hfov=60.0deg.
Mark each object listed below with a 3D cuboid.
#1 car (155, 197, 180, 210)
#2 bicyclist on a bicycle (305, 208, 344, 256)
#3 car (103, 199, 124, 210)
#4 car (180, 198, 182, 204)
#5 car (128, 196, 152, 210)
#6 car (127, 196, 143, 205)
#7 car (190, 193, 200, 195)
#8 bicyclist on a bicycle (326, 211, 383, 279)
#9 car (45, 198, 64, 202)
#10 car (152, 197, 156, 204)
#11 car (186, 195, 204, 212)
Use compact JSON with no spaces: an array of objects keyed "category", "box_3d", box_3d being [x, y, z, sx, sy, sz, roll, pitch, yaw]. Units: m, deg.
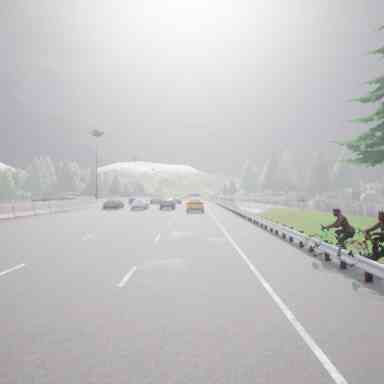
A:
[{"category":"car","box_3d":[-3.104,1.481,43.138,2.128,1.511,4.902,0,0,0]},{"category":"bicyclist on a bicycle","box_3d":[4.456,1.339,10.266,1.656,1.620,0.582,14,3,15]},{"category":"car","box_3d":[-10.107,1.553,43.059,1.994,1.385,4.181,0,0,0]},{"category":"car","box_3d":[-2.960,1.583,61.786,1.994,1.385,4.181,0,0,1]},{"category":"car","box_3d":[-6.609,1.513,42.701,1.812,1.442,4.674,0,0,-2]},{"category":"car","box_3d":[-9.984,1.481,58.665,1.882,1.535,5.008,0,0,0]},{"category":"car","box_3d":[0.510,1.212,58.089,2.150,2.045,5.566,0,-1,0]},{"category":"bicyclist on a bicycle","box_3d":[4.619,1.293,8.329,1.656,1.620,0.582,21,6,-3]},{"category":"car","box_3d":[-27.514,1.560,67.725,1.837,1.490,4.892,0,-1,0]},{"category":"car","box_3d":[-6.471,1.573,60.327,1.994,1.385,4.181,0,0,1]},{"category":"car","box_3d":[0.359,1.469,38.788,1.882,1.535,5.008,0,0,0]}]
